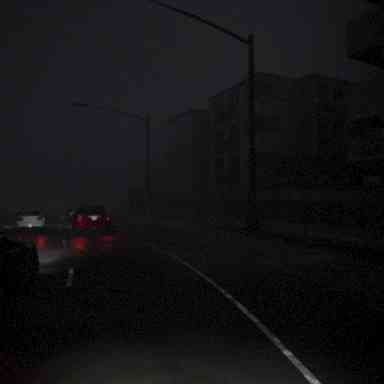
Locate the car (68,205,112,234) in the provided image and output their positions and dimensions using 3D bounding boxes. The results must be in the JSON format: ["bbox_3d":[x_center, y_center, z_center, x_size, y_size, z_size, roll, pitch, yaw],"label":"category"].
[{"bbox_3d":[-6.521,1.587,21.300,2.097,1.767,4.553,0,0,-23],"label":"car"}]

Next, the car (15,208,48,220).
[{"bbox_3d":[-10.572,1.797,21.945,1.812,1.442,4.674,0,-1,-24],"label":"car"}]

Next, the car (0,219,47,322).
[{"bbox_3d":[-4.596,1.586,7.016,2.128,1.511,4.902,0,-1,-14],"label":"car"}]

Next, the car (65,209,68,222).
[{"bbox_3d":[-10.400,1.940,30.064,1.895,1.301,4.718,0,-1,-24],"label":"car"}]
